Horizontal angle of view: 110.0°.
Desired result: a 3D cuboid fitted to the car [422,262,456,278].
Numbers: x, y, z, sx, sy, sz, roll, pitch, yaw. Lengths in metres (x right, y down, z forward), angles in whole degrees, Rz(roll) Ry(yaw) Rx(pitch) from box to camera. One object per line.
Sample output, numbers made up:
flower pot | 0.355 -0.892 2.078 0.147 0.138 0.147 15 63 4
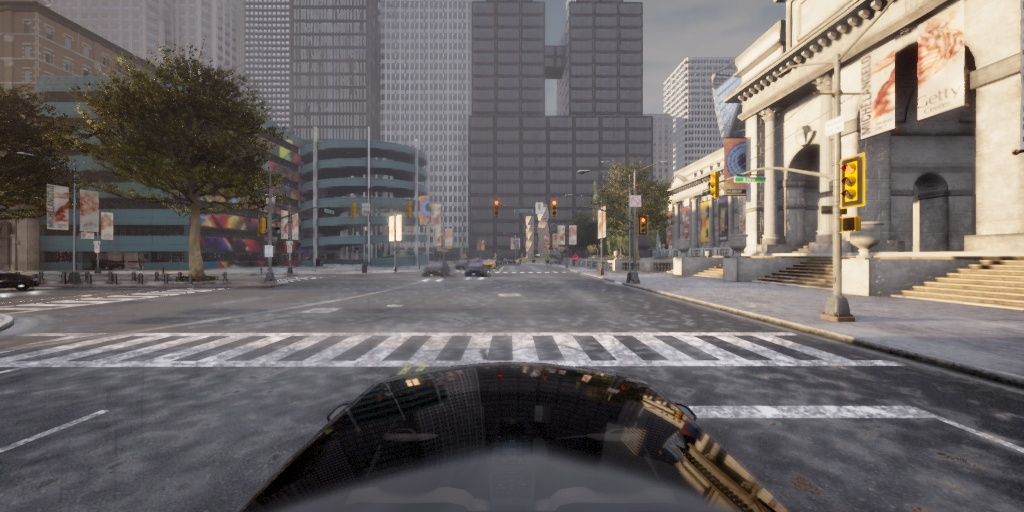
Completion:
car | -7.036 1.297 34.009 2.033 1.411 5.357 0 0 0

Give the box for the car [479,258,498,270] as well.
car | -3.499 1.228 54.278 1.882 1.535 5.008 0 0 0

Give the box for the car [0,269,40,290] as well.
car | -30.245 1.297 20.156 5.357 1.411 2.033 0 0 0

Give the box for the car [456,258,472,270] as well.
car | -6.996 1.297 52.133 2.033 1.411 5.357 0 0 0

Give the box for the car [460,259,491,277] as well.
car | -3.533 1.297 35.713 2.033 1.411 5.357 0 0 0
